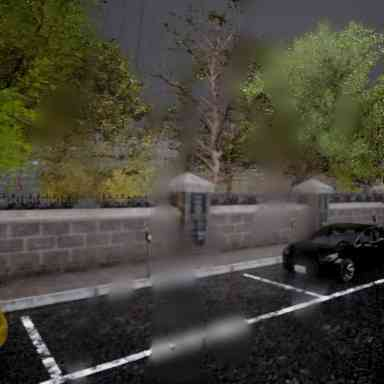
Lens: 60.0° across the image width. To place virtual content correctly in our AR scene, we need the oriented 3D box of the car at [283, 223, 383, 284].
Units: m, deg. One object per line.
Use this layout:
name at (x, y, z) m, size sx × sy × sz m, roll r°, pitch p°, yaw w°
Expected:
car at (4.560, 1.614, 9.795) m, size 4.313 × 1.339 × 1.947 m, roll 0°, pitch 0°, yaw -35°

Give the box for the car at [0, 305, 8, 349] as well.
car at (-4.607, 1.516, 3.278) m, size 4.829 × 1.417 × 1.752 m, roll 0°, pitch 0°, yaw -35°
